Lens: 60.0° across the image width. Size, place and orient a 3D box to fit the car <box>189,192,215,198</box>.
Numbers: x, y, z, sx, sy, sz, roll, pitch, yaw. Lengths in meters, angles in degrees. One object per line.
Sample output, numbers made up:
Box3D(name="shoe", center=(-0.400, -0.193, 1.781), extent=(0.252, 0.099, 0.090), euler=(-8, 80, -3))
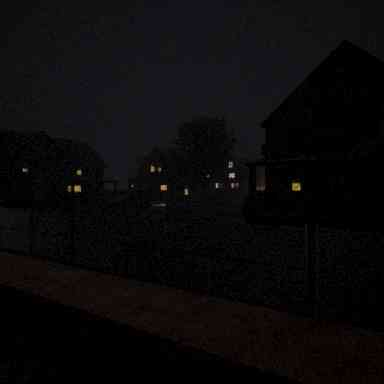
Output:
Box3D(name="car", center=(1.276, 0.715, 39.445), extent=(1.994, 1.385, 4.181), euler=(1, 2, 35))

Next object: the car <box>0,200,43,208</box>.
Box3D(name="car", center=(-11.984, 1.236, 20.871), extent=(2.033, 1.411, 5.357), euler=(1, 2, 35))

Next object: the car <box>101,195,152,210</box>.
Box3D(name="car", center=(-5.843, 0.987, 29.480), extent=(2.033, 1.411, 5.357), euler=(1, 2, 36))
